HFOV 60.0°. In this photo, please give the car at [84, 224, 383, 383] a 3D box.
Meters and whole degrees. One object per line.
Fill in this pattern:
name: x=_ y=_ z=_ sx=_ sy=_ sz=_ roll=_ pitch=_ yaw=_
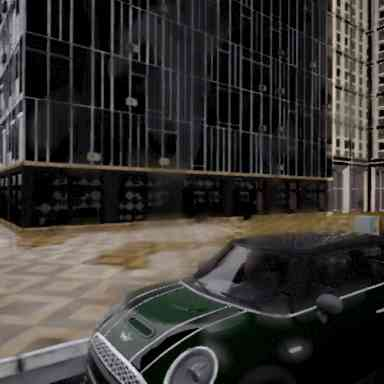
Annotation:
car: x=1.084 y=1.359 z=4.169 sx=4.553 sy=1.767 sz=2.097 roll=0 pitch=0 yaw=-35
